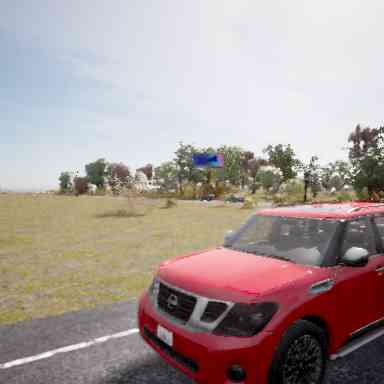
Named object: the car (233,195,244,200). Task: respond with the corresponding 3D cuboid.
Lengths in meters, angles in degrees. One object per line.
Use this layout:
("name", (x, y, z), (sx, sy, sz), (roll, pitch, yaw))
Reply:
("car", (8.431, 1.402, 68.002), (2.033, 1.411, 5.357), (0, 0, -33))

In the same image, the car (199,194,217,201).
("car", (3.621, 1.224, 75.150), (1.837, 1.490, 4.892), (0, 0, -34))

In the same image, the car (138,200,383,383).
("car", (1.951, 1.221, 5.266), (5.566, 2.045, 2.150), (0, 0, -36))
